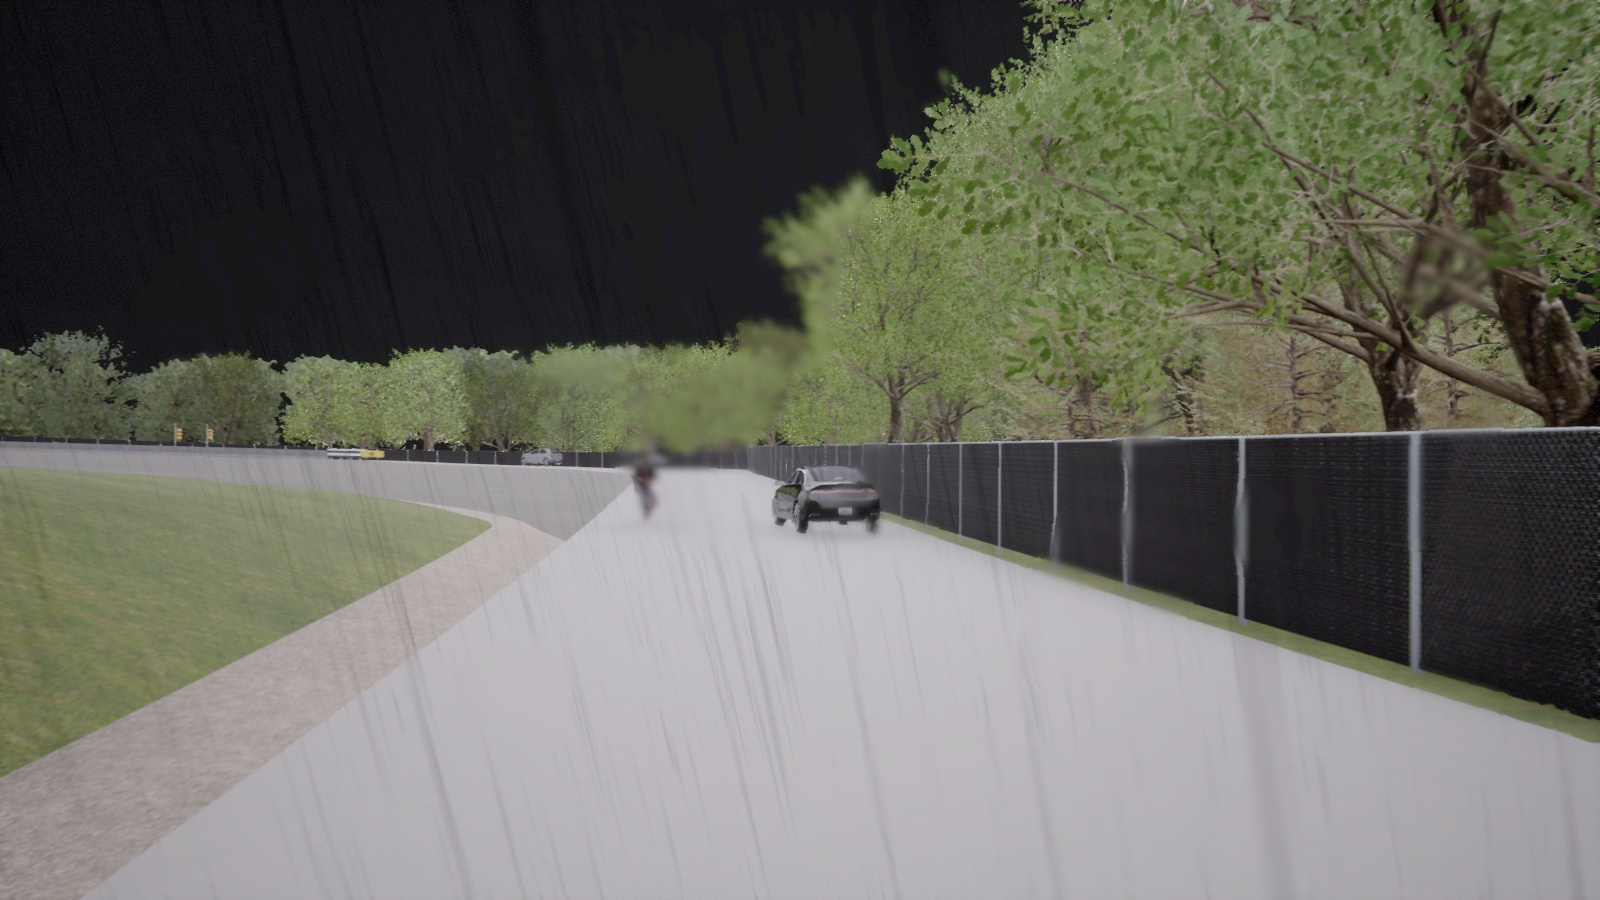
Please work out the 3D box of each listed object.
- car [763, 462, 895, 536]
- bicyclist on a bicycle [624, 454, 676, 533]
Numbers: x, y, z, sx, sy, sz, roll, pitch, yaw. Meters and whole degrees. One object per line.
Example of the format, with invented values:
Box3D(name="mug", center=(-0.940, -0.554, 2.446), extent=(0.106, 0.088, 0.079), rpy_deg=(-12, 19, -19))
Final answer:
Box3D(name="car", center=(0.562, 1.072, 29.380), extent=(2.128, 1.511, 4.902), rpy_deg=(0, 0, -11))
Box3D(name="bicyclist on a bicycle", center=(-3.546, 0.997, 29.566), extent=(0.659, 1.776, 1.843), rpy_deg=(-1, 0, -24))
